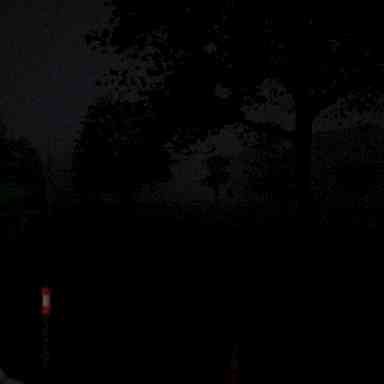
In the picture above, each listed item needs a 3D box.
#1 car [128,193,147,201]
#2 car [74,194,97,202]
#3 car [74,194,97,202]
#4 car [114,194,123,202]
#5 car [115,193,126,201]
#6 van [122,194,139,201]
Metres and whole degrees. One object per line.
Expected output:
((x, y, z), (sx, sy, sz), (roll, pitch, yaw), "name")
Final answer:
((-15.374, 1.418, 88.201), (5.566, 2.045, 2.435), (0, -1, -18), "car")
((-27.517, 1.497, 86.088), (5.566, 2.045, 2.435), (0, -1, -18), "car")
((-25.858, 1.390, 80.885), (5.566, 2.045, 2.435), (0, -1, -18), "car")
((-16.027, 1.529, 73.859), (1.812, 1.442, 4.674), (0, -1, 0), "car")
((-18.130, 1.317, 84.019), (2.150, 2.045, 5.566), (0, -1, -18), "car")
((-17.318, 1.595, 94.078), (4.442, 1.987, 1.878), (0, -1, -17), "van")
